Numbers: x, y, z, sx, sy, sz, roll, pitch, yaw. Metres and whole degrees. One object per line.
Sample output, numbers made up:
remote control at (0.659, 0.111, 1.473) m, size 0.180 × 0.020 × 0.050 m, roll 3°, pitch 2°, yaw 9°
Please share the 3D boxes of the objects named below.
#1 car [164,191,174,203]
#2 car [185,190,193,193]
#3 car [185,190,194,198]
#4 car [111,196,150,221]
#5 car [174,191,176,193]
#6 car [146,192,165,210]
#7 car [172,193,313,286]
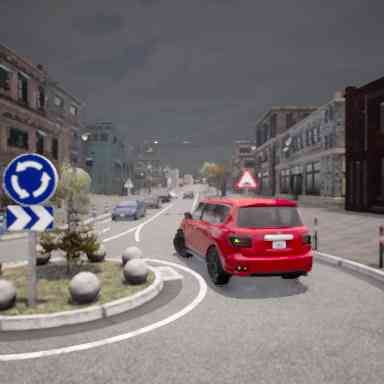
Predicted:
car at (-4.089, 0.728, 48.308) m, size 1.882 × 1.535 × 5.008 m, roll 0°, pitch 2°, yaw 1°
car at (-0.633, 0.562, 59.984) m, size 2.033 × 1.411 × 5.357 m, roll 0°, pitch 1°, yaw 2°
car at (-0.493, 0.392, 70.246) m, size 1.812 × 1.442 × 4.674 m, roll 0°, pitch 1°, yaw 1°
car at (-4.720, 1.319, 25.286) m, size 1.812 × 1.442 × 4.674 m, roll 0°, pitch 1°, yaw 2°
car at (-3.737, 0.523, 61.146) m, size 1.812 × 1.442 × 4.674 m, roll 0°, pitch 1°, yaw 2°
car at (-4.386, 1.083, 36.451) m, size 1.837 × 1.490 × 4.892 m, roll 0°, pitch 1°, yaw 1°
car at (1.131, 1.171, 9.595) m, size 2.150 × 2.045 × 5.566 m, roll 0°, pitch 1°, yaw -15°
